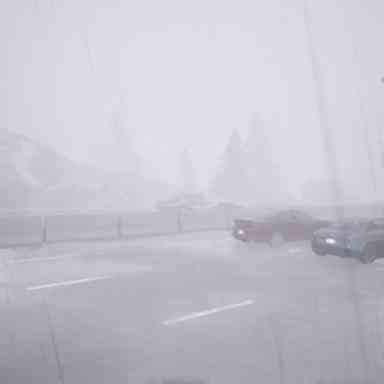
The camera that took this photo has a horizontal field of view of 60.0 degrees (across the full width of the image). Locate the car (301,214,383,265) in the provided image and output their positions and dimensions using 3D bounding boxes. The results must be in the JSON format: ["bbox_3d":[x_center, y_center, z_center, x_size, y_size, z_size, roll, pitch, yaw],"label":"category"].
[{"bbox_3d":[6.154,1.541,11.657,4.181,1.385,1.994,0,0,-31],"label":"car"}]

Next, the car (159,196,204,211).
[{"bbox_3d":[-0.275,1.400,32.359,5.008,1.535,1.882,0,0,-28],"label":"car"}]

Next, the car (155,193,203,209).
[{"bbox_3d":[-1.170,1.134,35.868,5.566,2.045,2.150,0,0,-28],"label":"car"}]

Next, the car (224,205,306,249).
[{"bbox_3d":[4.065,1.446,14.487,5.008,1.535,1.882,0,0,-31],"label":"car"}]

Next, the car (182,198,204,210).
[{"bbox_3d":[1.658,1.495,29.421,4.181,1.385,1.994,0,0,-28],"label":"car"}]

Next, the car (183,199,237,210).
[{"bbox_3d":[2.014,1.466,25.633,4.674,1.442,1.812,0,0,-29],"label":"car"}]
